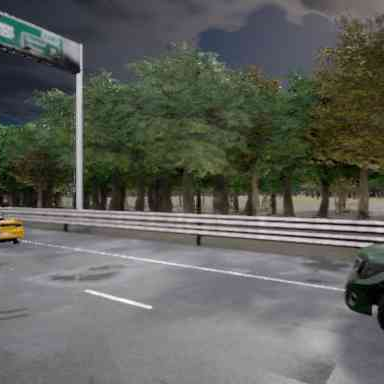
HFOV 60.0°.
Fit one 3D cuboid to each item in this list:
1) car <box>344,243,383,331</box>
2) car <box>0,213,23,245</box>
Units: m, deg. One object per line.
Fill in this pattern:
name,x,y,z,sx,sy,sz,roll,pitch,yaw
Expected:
car,5.175,1.238,4.569,5.566,2.045,2.150,-1,-1,36
car,-9.818,1.654,15.428,5.008,1.535,1.882,-1,-1,36
